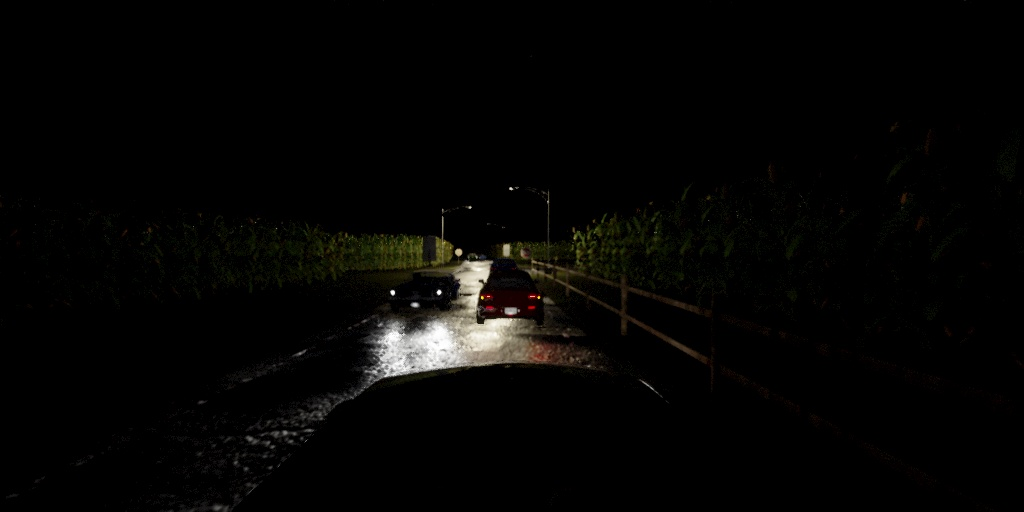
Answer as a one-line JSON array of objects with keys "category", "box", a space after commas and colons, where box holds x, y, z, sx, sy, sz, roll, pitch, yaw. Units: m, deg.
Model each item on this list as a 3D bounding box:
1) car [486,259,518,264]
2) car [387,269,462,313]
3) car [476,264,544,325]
[{"category": "car", "box": [-0.565, 0.916, 24.858, 1.882, 1.535, 5.008, 0, 0, -2]}, {"category": "car", "box": [-3.066, 1.193, 13.382, 1.895, 1.301, 4.718, 0, 1, -2]}, {"category": "car", "box": [-0.080, 1.146, 11.104, 1.812, 1.442, 4.674, 0, 1, -1]}]
